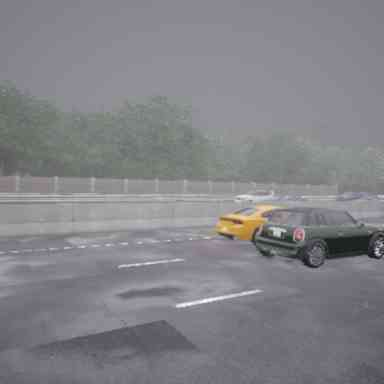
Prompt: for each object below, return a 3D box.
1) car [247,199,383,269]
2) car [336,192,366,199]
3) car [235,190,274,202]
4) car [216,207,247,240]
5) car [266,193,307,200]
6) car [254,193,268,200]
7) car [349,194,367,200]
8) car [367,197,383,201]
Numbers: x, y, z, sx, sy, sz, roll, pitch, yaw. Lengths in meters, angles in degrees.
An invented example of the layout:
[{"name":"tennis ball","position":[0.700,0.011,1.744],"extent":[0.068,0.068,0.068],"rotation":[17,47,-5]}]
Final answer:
[{"name":"car","position":[4.362,1.275,10.977],"extent":[4.553,1.767,2.097],"rotation":[1,1,-30]},{"name":"car","position":[24.581,0.983,51.104],"extent":[5.566,2.045,2.150],"rotation":[1,1,-30]},{"name":"car","position":[7.992,0.817,41.505],"extent":[5.566,2.045,2.150],"rotation":[1,1,-30]},{"name":"car","position":[3.429,1.339,14.486],"extent":[5.008,1.535,1.882],"rotation":[1,1,-30]},{"name":"car","position":[10.605,1.216,34.953],"extent":[4.902,1.511,2.128],"rotation":[1,1,-30]},{"name":"car","position":[9.962,1.190,38.616],"extent":[4.674,1.442,1.812],"rotation":[1,1,-30]},{"name":"car","position":[24.901,1.379,47.267],"extent":[4.181,1.385,1.994],"rotation":[1,1,-30]},{"name":"car","position":[25.720,1.379,43.706],"extent":[4.892,1.490,1.837],"rotation":[1,1,-30]}]
